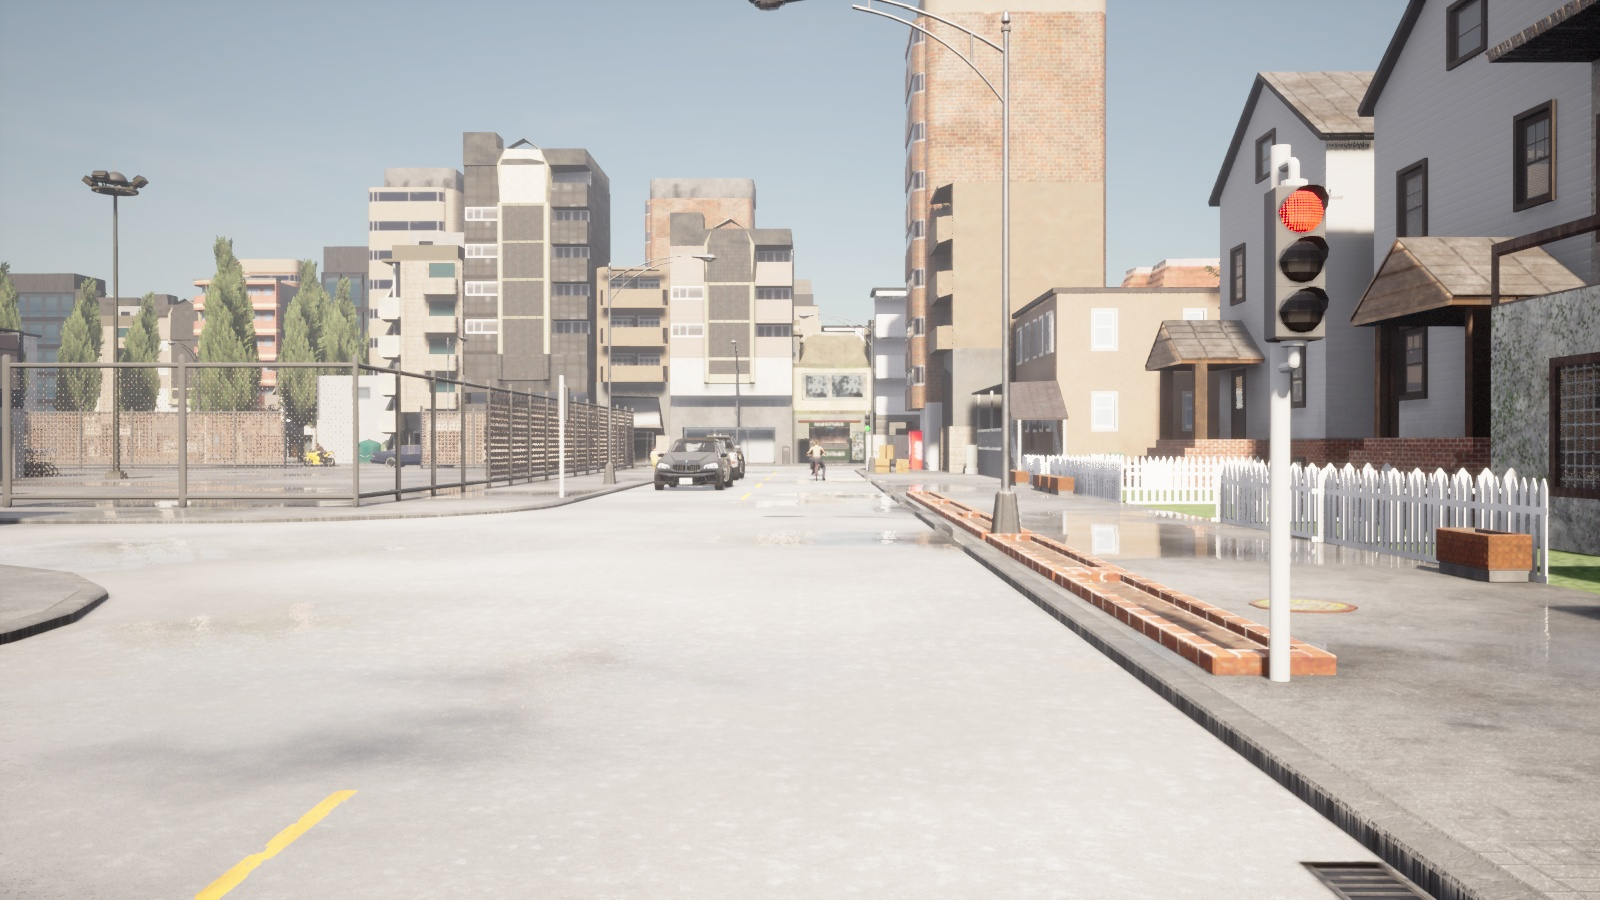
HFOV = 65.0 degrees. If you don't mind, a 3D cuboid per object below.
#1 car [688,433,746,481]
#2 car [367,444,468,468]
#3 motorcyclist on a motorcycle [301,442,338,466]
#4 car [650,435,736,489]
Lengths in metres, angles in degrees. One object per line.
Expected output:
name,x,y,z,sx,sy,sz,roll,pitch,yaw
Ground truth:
car,-3.313,0.273,50.980,1.932,1.855,4.605,0,0,2
car,-22.766,0.353,74.878,5.357,1.411,2.033,0,0,1
motorcyclist on a motorcycle,-30.227,0.258,78.965,2.044,1.523,0.797,0,0,1
car,-3.419,0.357,41.005,2.242,1.667,4.611,0,0,2
